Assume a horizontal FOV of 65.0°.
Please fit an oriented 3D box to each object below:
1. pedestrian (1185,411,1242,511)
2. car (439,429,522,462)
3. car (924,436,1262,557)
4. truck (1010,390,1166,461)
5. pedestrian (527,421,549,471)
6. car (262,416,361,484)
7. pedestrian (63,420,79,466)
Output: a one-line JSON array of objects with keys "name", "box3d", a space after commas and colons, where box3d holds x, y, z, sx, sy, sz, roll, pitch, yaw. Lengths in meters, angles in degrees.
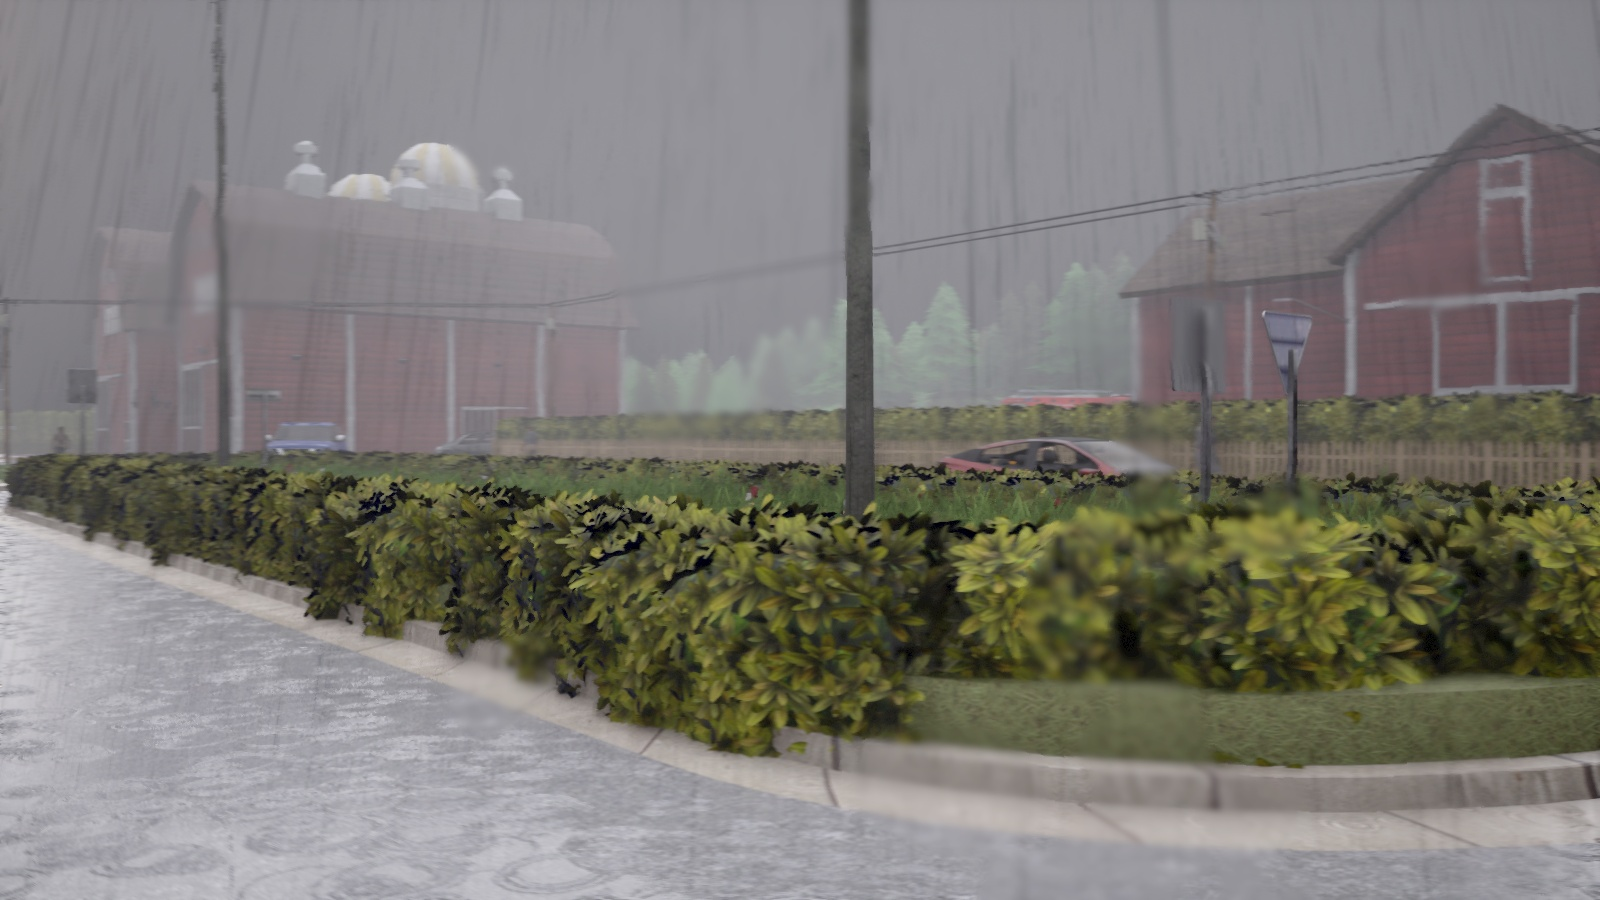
[{"name": "pedestrian", "box3d": [8.230, 0.209, 25.005, 0.873, 1.952, 0.659, 1, 1, 42]}, {"name": "car", "box3d": [-16.019, -0.240, 63.082, 3.988, 1.617, 1.851, 0, 1, -13]}, {"name": "car", "box3d": [4.131, 0.565, 18.359, 2.007, 1.525, 4.514, 0, 1, -39]}, {"name": "truck", "box3d": [16.273, -1.371, 70.834, 8.468, 3.827, 2.891, 0, 1, -23]}, {"name": "pedestrian", "box3d": [-9.865, -0.151, 47.303, 0.540, 1.848, 0.694, 0, 1, -38]}, {"name": "car", "box3d": [-15.827, -0.036, 40.990, 2.150, 2.045, 5.566, 1, 1, -12]}, {"name": "pedestrian", "box3d": [-28.506, -0.279, 49.090, 0.869, 1.805, 0.328, 1, 1, 45]}]
